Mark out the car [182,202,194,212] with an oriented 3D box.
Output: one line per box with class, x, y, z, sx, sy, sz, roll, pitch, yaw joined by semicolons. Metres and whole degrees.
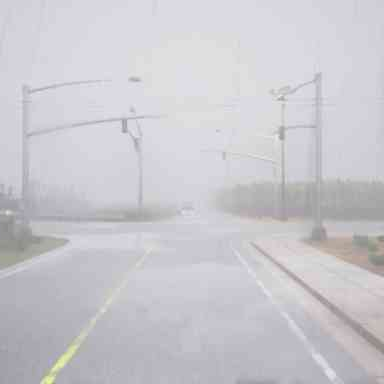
car;-0.655;2.115;49.241;2.033;1.411;5.357;0;0;-3
